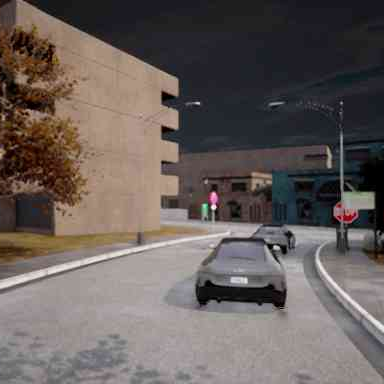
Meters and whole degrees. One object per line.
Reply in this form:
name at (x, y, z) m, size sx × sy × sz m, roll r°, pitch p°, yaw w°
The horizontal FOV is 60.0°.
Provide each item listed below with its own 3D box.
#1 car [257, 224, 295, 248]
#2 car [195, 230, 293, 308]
car at (4.496, 2.478, 18.310) m, size 1.994 × 1.385 × 4.181 m, roll 0°, pitch -3°, yaw 23°
car at (1.346, 1.875, 8.719) m, size 1.994 × 1.385 × 4.181 m, roll 0°, pitch -3°, yaw 11°
